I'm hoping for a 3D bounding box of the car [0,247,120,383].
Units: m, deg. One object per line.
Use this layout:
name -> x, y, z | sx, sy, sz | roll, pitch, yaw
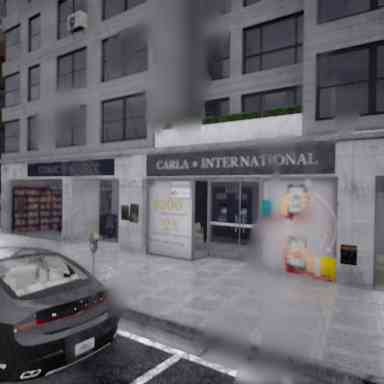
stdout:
car -> -3.011, 1.533, 5.095 | 4.403, 1.369, 2.008 | 0, 1, 35
